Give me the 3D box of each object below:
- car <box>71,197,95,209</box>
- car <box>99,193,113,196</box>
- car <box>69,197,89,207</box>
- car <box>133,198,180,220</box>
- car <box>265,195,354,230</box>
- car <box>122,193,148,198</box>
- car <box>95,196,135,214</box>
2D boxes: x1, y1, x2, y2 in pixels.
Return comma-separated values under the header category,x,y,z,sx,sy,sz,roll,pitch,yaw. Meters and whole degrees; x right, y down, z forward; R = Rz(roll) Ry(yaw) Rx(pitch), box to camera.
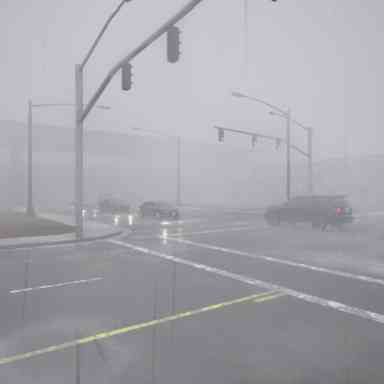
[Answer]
category,x,y,z,sx,sy,sz,roll,pitch,yaw
car,-14.259,1.526,44.295,1.812,1.442,4.674,0,0,-32
car,-15.020,1.222,58.822,2.150,2.045,5.566,0,0,0
car,-18.304,1.547,54.173,2.033,1.411,5.357,0,0,-8
car,-2.878,1.505,28.436,1.837,1.490,4.892,0,0,-36
car,7.201,1.208,21.004,2.150,2.045,5.566,0,-1,-36
car,-12.289,1.222,69.192,2.150,2.045,5.566,0,0,30
car,-8.458,1.478,36.008,1.882,1.535,5.008,0,0,-36
